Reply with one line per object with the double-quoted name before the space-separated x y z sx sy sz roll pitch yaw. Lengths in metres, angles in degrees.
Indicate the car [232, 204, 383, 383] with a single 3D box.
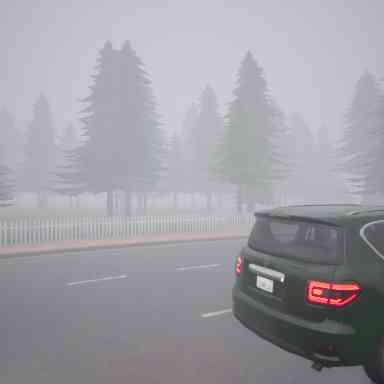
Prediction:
"car" 3.275 1.222 5.331 5.566 2.045 2.150 0 0 -27
